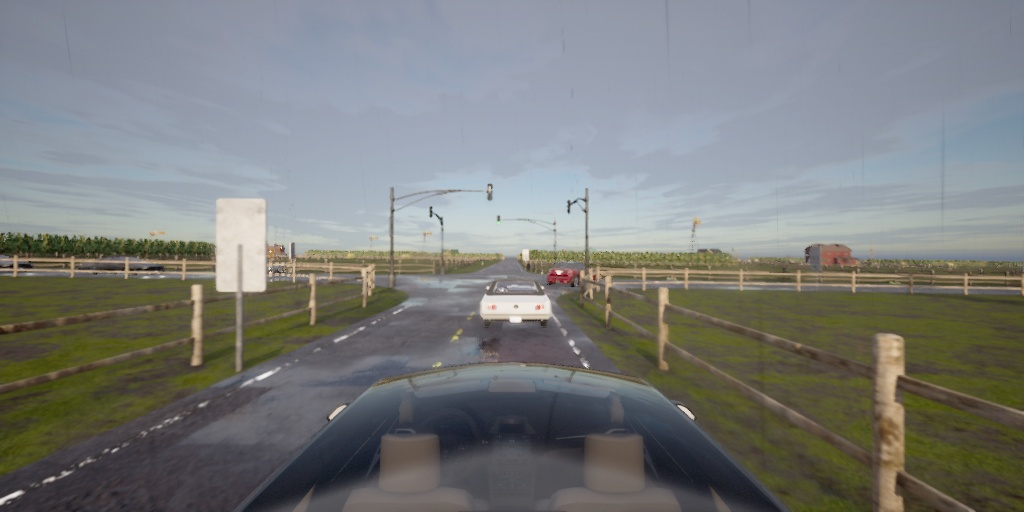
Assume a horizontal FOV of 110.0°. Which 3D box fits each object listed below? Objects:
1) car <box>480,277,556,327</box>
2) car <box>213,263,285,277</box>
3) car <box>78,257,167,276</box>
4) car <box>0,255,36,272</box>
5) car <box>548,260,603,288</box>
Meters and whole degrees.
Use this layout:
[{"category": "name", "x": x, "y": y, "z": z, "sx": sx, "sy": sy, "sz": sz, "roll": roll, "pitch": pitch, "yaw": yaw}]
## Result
[{"category": "car", "x": 0.102, "y": 1.353, "z": 11.489, "sx": 1.895, "sy": 1.301, "sz": 4.718, "roll": 0, "pitch": 0, "yaw": 0}, {"category": "car", "x": -20.414, "y": 0.899, "z": 27.957, "sx": 4.892, "sy": 1.490, "sz": 1.837, "roll": 1, "pitch": 0, "yaw": 0}, {"category": "car", "x": -30.303, "y": 0.762, "z": 27.965, "sx": 5.357, "sy": 1.411, "sz": 2.033, "roll": 1, "pitch": 0, "yaw": 0}, {"category": "car", "x": -40.825, "y": 0.573, "z": 27.974, "sx": 5.357, "sy": 1.411, "sz": 2.033, "roll": 1, "pitch": 0, "yaw": 1}, {"category": "car", "x": 4.470, "y": 1.186, "z": 24.851, "sx": 2.097, "sy": 1.767, "sz": 4.553, "roll": 1, "pitch": 0, "yaw": 42}]
